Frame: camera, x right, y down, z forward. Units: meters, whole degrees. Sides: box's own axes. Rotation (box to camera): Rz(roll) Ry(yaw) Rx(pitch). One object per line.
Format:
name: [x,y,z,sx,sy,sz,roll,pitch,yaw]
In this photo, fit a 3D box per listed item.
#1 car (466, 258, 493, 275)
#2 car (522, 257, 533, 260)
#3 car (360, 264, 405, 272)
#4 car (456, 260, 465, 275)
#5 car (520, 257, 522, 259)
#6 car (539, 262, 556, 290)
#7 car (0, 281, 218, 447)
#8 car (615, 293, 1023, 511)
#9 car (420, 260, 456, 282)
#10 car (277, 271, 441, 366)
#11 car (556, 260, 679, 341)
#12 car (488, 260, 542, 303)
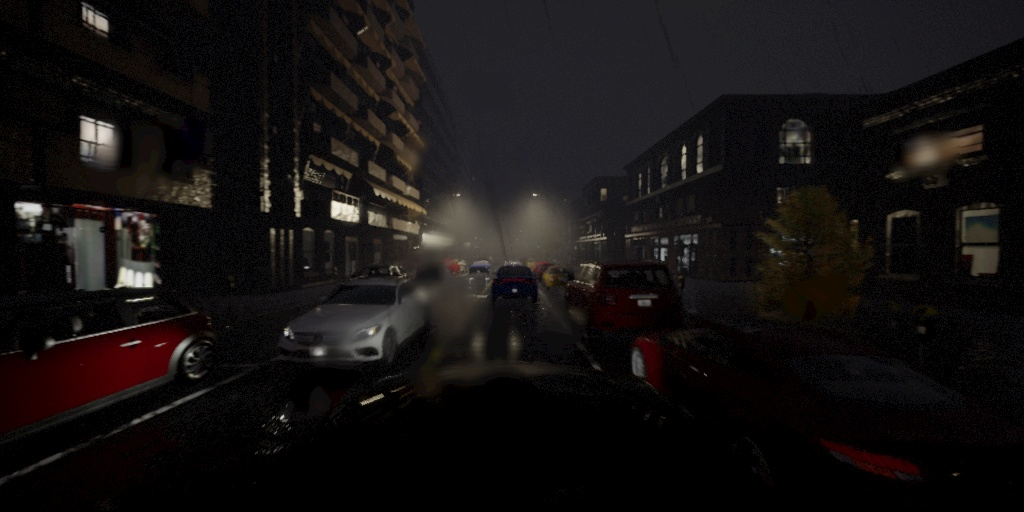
car: [-3.091,1.148,35.404,1.895,1.301,4.718,0,0,0]
car: [2.686,0.991,49.559,1.751,1.417,4.829,0,0,0]
car: [-5.698,1.107,15.352,1.967,1.591,4.097,0,0,0]
car: [-5.694,1.110,32.384,1.888,1.381,4.507,0,0,0]
car: [2.685,0.945,60.743,1.888,1.381,4.507,0,0,0]
car: [2.688,1.159,21.173,1.751,1.417,4.829,0,0,0]
car: [-5.676,1.176,3.998,1.967,1.591,4.097,0,0,0]
car: [2.690,1.318,3.971,1.802,1.307,4.207,0,0,0]
car: [-5.693,1.165,26.707,1.948,1.339,4.313,0,0,0]
car: [-3.049,1.237,8.024,1.812,1.442,4.674,0,0,1]
car: [2.689,1.016,9.648,2.192,1.841,5.009,0,0,0]
car: [0.099,1.139,16.240,1.882,1.535,5.008,0,1,0]
